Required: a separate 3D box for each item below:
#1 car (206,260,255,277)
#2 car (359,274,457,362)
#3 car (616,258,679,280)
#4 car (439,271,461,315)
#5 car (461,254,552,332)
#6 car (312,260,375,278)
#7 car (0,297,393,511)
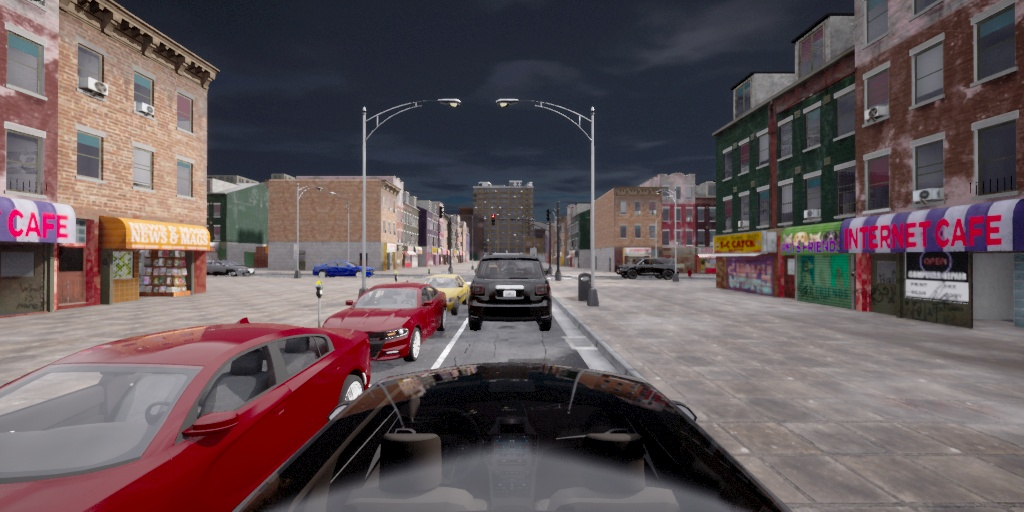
[{"bbox_3d":[-24.802,1.096,30.788,4.902,1.511,2.128,0,0,0],"label":"car"},{"bbox_3d":[-2.637,1.298,8.255,1.888,1.381,4.507,0,0,0],"label":"car"},{"bbox_3d":[12.817,1.170,33.934,5.566,2.045,2.150,1,0,0],"label":"car"},{"bbox_3d":[-2.637,1.283,13.579,1.751,1.417,4.829,0,0,0],"label":"car"},{"bbox_3d":[-0.028,0.976,11.077,2.150,2.045,5.566,0,0,1],"label":"car"},{"bbox_3d":[-14.385,1.156,30.837,5.008,1.535,1.882,0,0,-2],"label":"car"},{"bbox_3d":[-2.637,1.295,2.761,1.888,1.381,4.507,0,0,0],"label":"car"}]
